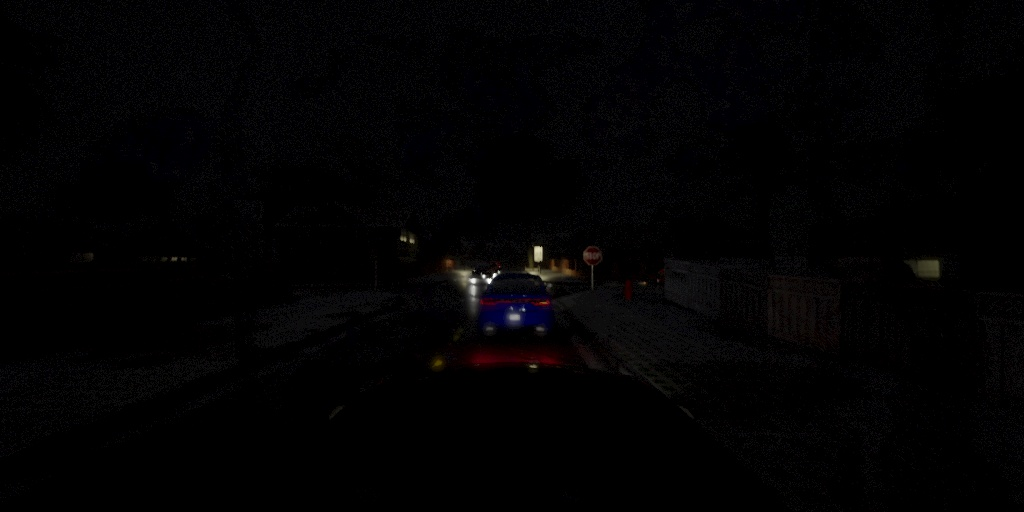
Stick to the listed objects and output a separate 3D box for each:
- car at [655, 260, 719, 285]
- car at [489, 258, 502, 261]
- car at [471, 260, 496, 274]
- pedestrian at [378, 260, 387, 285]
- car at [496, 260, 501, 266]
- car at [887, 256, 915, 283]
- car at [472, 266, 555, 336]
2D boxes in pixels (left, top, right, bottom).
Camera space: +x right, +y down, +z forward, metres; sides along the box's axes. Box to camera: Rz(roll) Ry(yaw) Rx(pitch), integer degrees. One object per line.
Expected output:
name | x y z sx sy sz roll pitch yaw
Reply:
car | 11.792 1.015 23.447 4.553 1.767 2.097 -1 -2 1
car | -2.917 1.254 58.181 2.150 2.045 5.566 0 -1 -2
car | -2.810 1.367 35.371 1.812 1.442 4.674 0 0 0
pedestrian | -9.641 1.186 26.665 0.375 1.860 0.375 0 -1 1
car | -2.799 1.473 45.476 1.994 1.385 4.181 0 0 0
car | 22.983 0.876 23.287 4.553 1.767 2.097 -1 -2 1
car | 0.179 1.236 10.542 1.882 1.535 5.008 0 0 3
